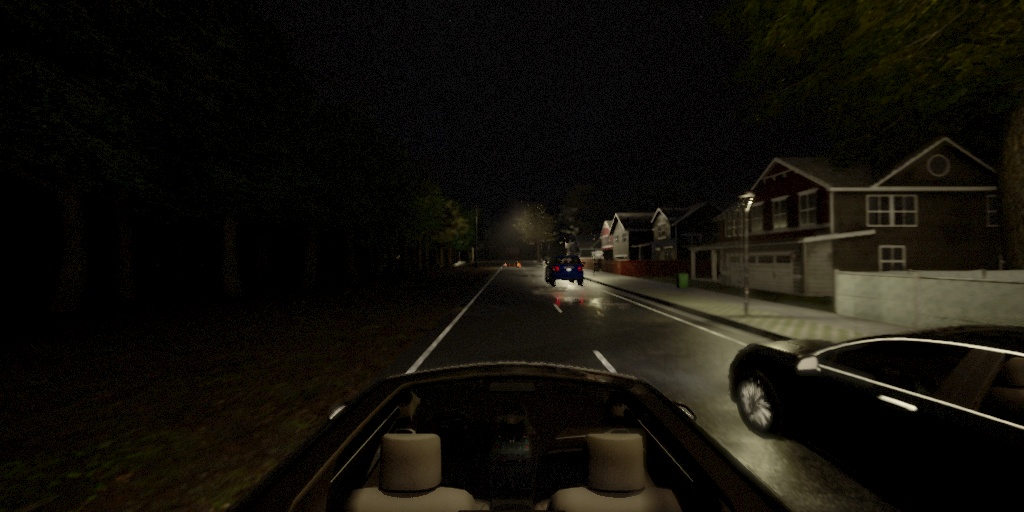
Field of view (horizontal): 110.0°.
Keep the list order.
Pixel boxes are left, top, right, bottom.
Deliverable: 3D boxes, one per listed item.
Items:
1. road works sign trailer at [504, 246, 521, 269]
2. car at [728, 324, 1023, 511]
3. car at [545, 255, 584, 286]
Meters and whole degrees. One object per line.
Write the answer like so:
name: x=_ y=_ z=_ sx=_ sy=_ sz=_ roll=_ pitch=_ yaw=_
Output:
road works sign trailer: x=-0.004 y=0.179 z=57.217 sx=2.380 sy=3.560 sz=2.880 roll=0 pitch=0 yaw=0
car: x=3.599 y=1.255 z=2.500 sx=1.837 sy=1.490 sz=4.892 roll=0 pitch=0 yaw=0
car: x=3.597 y=0.967 z=25.301 sx=2.150 sy=2.045 sz=5.566 roll=0 pitch=0 yaw=0
